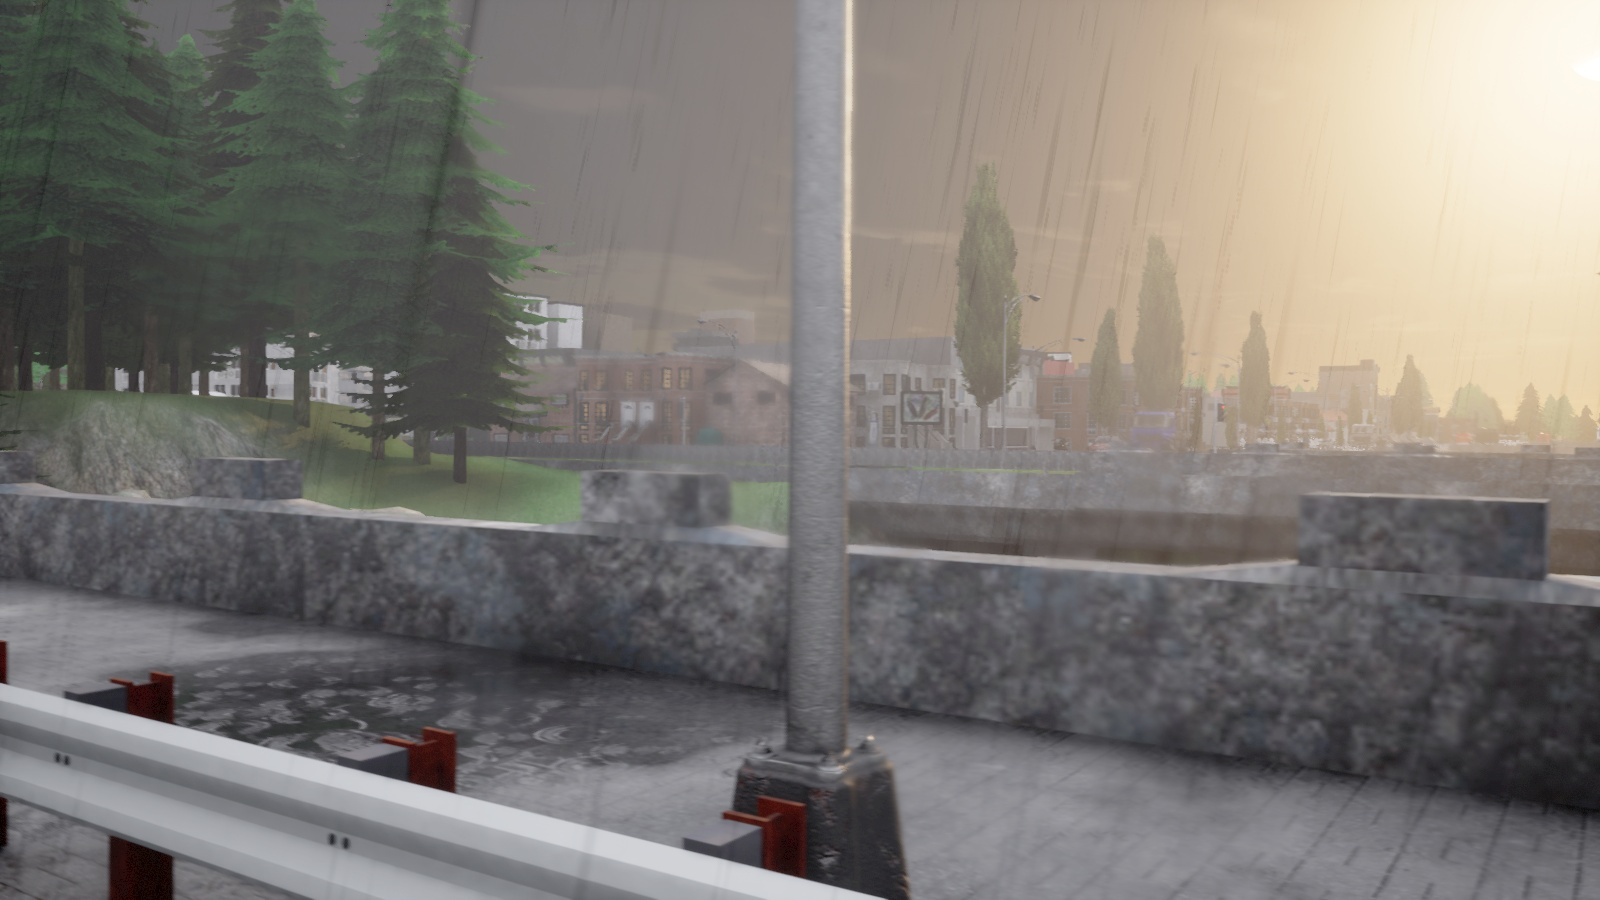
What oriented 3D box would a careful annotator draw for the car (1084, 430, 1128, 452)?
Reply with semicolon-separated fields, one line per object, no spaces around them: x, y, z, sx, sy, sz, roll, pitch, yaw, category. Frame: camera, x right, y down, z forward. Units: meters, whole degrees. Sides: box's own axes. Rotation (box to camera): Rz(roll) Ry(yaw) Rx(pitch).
21.517;-0.657;88.322;1.845;1.501;3.633;0;1;34;car
